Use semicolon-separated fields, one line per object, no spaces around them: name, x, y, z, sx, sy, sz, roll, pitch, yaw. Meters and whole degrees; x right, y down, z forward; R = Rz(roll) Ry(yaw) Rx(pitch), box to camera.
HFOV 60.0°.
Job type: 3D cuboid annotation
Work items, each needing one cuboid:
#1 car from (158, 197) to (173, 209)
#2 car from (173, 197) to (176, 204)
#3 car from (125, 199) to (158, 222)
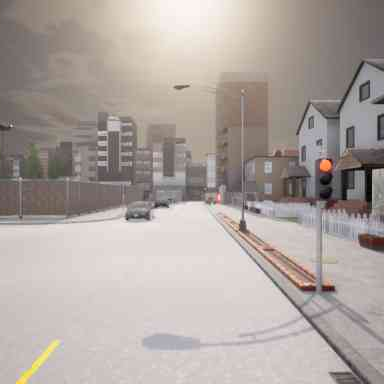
car;-4.119;1.601;45.835;1.895;1.301;4.718;0;0;0
car;-4.033;1.564;62.738;1.994;1.385;4.181;0;0;0
car;-4.114;1.505;26.784;1.837;1.490;4.892;0;0;0
